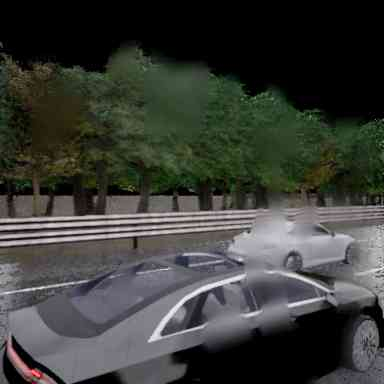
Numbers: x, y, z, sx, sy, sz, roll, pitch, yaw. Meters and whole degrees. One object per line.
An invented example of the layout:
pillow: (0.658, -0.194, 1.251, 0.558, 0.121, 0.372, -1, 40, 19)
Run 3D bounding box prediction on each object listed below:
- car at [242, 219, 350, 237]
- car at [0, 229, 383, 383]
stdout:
car: (3.216, 1.564, 10.233, 4.674, 1.442, 1.812, 0, 0, -35)
car: (0.443, 1.502, 4.024, 4.902, 1.511, 2.128, 0, 0, -35)
